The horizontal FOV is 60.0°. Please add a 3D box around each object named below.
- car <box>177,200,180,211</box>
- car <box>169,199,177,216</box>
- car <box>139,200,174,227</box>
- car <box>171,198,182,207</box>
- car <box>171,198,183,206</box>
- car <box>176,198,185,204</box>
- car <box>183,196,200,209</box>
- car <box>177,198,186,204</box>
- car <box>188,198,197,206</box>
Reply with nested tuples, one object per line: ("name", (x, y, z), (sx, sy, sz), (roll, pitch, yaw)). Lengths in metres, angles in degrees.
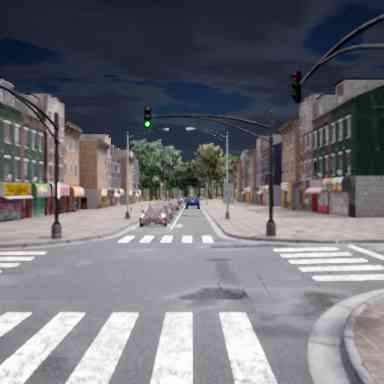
("car", (-2.628, 1.815, 34.942), (1.947, 1.339, 4.313), (-1, 0, 0))
("car", (-2.632, 1.648, 29.509), (1.967, 1.590, 4.097), (-1, 0, 0))
("car", (-2.635, 1.607, 24.074), (1.967, 1.590, 4.097), (-1, 0, 0))
("car", (-2.987, 1.984, 63.691), (1.837, 1.490, 4.892), (0, 0, 0))
("car", (-2.622, 1.879, 45.812), (1.887, 1.381, 4.507), (-1, 0, 0))
("car", (-2.605, 2.154, 78.419), (2.008, 1.369, 4.403), (-1, 0, 0))
("car", (0.125, 1.609, 52.969), (2.150, 2.045, 5.566), (0, -1, 0))
("car", (-2.602, 2.216, 83.854), (1.947, 1.339, 4.313), (-1, 0, 0))
("car", (0.133, 2.025, 68.536), (1.837, 1.490, 4.892), (0, -1, 0))
